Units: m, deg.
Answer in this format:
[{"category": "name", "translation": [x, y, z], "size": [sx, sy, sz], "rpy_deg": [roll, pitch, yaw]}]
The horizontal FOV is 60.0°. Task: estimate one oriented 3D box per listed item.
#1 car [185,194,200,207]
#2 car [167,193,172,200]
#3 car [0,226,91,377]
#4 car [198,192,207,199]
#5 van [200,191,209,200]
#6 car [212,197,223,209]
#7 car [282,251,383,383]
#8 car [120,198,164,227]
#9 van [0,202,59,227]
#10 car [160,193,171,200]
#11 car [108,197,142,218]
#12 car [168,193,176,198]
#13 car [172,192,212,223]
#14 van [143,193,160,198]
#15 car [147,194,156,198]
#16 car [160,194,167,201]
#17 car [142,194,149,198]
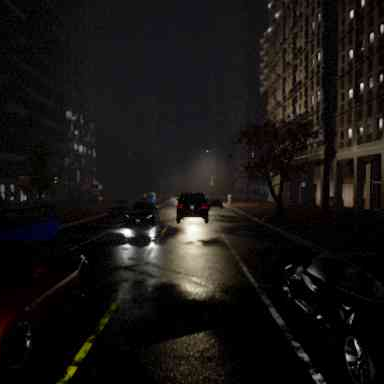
[{"category": "car", "translation": [0.082, 1.127, 45.938], "size": [1.882, 1.535, 5.008], "rpy_deg": [0, 0, 0]}, {"category": "car", "translation": [-5.721, 1.057, 66.836], "size": [2.008, 1.369, 4.403], "rpy_deg": [-1, 0, 0]}, {"category": "car", "translation": [-3.094, 1.519, 5.318], "size": [1.994, 1.385, 4.181], "rpy_deg": [0, 0, 0]}, {"category": "car", "translation": [2.651, 0.838, 83.712], "size": [1.967, 1.590, 4.097], "rpy_deg": [-1, 0, 0]}, {"category": "van", "translation": [2.653, 0.811, 72.462], "size": [1.690, 1.788, 3.998], "rpy_deg": [-1, 0, 0]}, {"category": "car", "translation": [2.668, 1.283, 38.714], "size": [1.802, 1.307, 4.206], "rpy_deg": [-1, 0, 0]}, {"category": "car", "translation": [2.678, 1.524, 4.964], "size": [1.947, 1.339, 4.313], "rpy_deg": [-1, 0, 0]}, {"category": "car", "translation": [-3.091, 1.354, 21.370], "size": [1.812, 1.442, 4.674], "rpy_deg": [0, 0, 0]}, {"category": "van", "translation": [-5.707, 1.254, 10.585], "size": [1.690, 1.788, 3.998], "rpy_deg": [-1, 0, 0]}, {"category": "car", "translation": [-5.723, 1.020, 72.461], "size": [2.008, 1.369, 4.403], "rpy_deg": [-1, 0, 0]}, {"category": "car", "translation": [-5.709, 1.334, 27.461], "size": [2.008, 1.369, 4.403], "rpy_deg": [-1, 0, 0]}, {"category": "car", "translation": [-5.730, 0.879, 94.960], "size": [2.008, 1.369, 4.403], "rpy_deg": [-1, 0, 0]}, {"category": "car", "translation": [0.065, 1.034, 23.538], "size": [2.150, 2.045, 5.566], "rpy_deg": [0, 0, 1]}, {"category": "van", "translation": [-5.718, 1.002, 44.334], "size": [1.690, 1.788, 3.998], "rpy_deg": [-1, 0, 0]}, {"category": "car", "translation": [-5.713, 1.246, 38.711], "size": [1.887, 1.381, 4.507], "rpy_deg": [-1, 0, 0]}, {"category": "car", "translation": [-5.718, 1.127, 55.585], "size": [1.887, 1.381, 4.507], "rpy_deg": [-1, 0, 0]}, {"category": "car", "translation": [-5.712, 1.268, 32.916], "size": [1.752, 1.417, 4.829], "rpy_deg": [-1, 0, 0]}]
